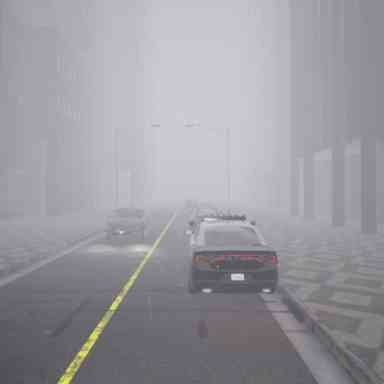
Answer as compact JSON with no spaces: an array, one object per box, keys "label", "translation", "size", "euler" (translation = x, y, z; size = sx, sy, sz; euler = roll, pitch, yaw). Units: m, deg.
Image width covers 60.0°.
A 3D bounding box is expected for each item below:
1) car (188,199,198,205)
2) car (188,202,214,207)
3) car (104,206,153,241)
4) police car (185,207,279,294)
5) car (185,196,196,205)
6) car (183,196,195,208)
[{"label":"car","translation":[0.800,1.495,24.849],"size":[1.837,1.490,4.892],"euler":[0,0,0]},{"label":"car","translation":[0.825,1.520,18.848],"size":[1.812,1.442,4.674],"euler":[0,0,0]},{"label":"car","translation":[-3.067,1.500,16.837],"size":[1.837,1.490,4.892],"euler":[0,0,0]},{"label":"police car","translation":[0.864,1.425,8.957],"size":[1.930,1.638,5.238],"euler":[0,0,0]},{"label":"car","translation":[-0.245,1.449,60.437],"size":[1.882,1.535,5.008],"euler":[0,0,0]},{"label":"car","translation":[-0.162,1.503,46.158],"size":[1.812,1.442,4.674],"euler":[0,0,0]}]
